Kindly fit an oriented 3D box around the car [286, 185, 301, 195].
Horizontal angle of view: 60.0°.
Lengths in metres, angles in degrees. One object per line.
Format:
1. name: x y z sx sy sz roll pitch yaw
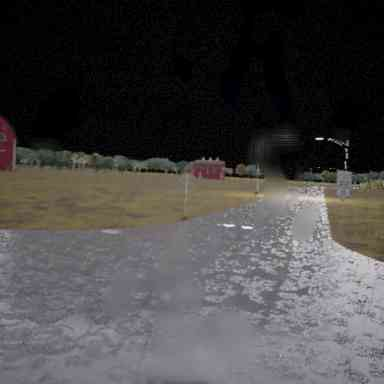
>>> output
1. car: 16.246 -0.341 52.980 1.994 1.385 4.181 4 3 21
